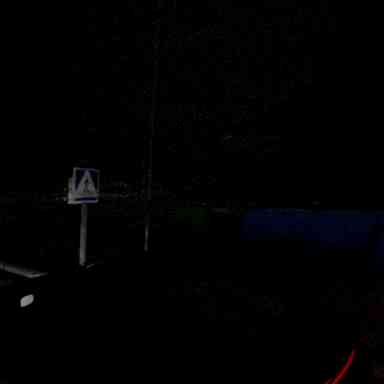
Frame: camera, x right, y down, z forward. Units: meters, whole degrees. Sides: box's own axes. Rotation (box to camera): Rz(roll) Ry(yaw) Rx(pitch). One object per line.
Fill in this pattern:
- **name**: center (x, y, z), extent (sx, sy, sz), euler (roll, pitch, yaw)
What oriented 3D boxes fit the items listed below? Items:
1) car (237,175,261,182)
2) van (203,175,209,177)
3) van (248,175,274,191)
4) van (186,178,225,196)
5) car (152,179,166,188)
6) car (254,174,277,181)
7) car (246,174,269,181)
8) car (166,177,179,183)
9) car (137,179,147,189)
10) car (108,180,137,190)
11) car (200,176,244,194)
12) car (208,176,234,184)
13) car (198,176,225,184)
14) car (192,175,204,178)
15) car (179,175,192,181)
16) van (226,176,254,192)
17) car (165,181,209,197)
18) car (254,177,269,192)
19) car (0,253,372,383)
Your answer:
- **car**: center (13.155, -3.182, 76.843), extent (4.892, 1.521, 2.231), euler (2, 6, 32)
- **van**: center (1.450, -2.492, 67.938), extent (4.442, 1.987, 1.878), euler (2, 6, 32)
- **van**: center (11.543, -1.287, 53.409), extent (4.442, 1.987, 1.878), euler (4, 7, 34)
- **van**: center (1.849, -0.553, 46.365), extent (4.442, 1.987, 1.878), euler (4, 7, 34)
- **car**: center (-7.715, -1.648, 60.638), extent (4.553, 1.767, 2.185), euler (2, 5, 32)
- **car**: center (17.804, -3.550, 80.409), extent (5.008, 1.535, 2.097), euler (2, 5, 32)
- **car**: center (15.479, -3.365, 78.623), extent (4.892, 1.521, 2.231), euler (2, 5, 32)
- **car**: center (-5.440, -1.680, 62.493), extent (4.792, 1.488, 2.163), euler (2, 6, 32)
- **car**: center (-10.032, -1.308, 58.846), extent (4.792, 1.488, 2.163), euler (2, 5, 32)
- **car**: center (-12.379, -1.112, 57.049), extent (4.674, 1.452, 2.002), euler (2, 5, 32)
- **car**: center (4.146, -0.769, 48.196), extent (5.566, 2.045, 2.435), euler (4, 7, 34)
- **car**: center (6.185, -2.633, 71.487), extent (5.008, 1.535, 2.097), euler (2, 5, 32)
- **car**: center (4.030, -2.447, 69.589), extent (5.366, 1.575, 1.946), euler (2, 5, 32)
- **car**: center (-0.770, -2.080, 66.098), extent (5.008, 1.535, 2.097), euler (2, 5, 32)
- **car**: center (-3.069, -2.018, 64.256), extent (4.553, 1.767, 2.185), euler (2, 6, 32)
- **van**: center (6.496, -0.932, 50.006), extent (4.442, 1.987, 1.878), euler (4, 7, 34)
- **car**: center (-0.673, -0.152, 44.696), extent (5.008, 1.535, 2.097), euler (4, 7, 34)
- **car**: center (8.996, -1.011, 51.735), extent (4.553, 1.767, 2.185), euler (4, 7, 34)
- **car**: center (-0.705, 1.494, 3.967), extent (5.008, 1.535, 1.882), euler (0, 0, 36)
